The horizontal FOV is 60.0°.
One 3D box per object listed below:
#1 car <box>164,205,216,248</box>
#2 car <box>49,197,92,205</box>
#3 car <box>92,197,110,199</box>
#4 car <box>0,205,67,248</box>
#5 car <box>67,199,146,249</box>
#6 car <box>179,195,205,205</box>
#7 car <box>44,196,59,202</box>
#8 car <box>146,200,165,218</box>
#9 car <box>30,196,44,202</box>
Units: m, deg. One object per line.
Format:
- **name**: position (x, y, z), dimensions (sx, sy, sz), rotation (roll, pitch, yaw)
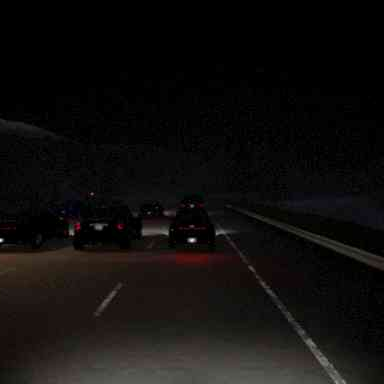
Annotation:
- **car**: position (0.000, 1.517, 14.650), dimensions (1.837, 1.490, 4.892), rotation (0, 0, 0)
- **car**: position (-10.500, 1.485, 29.650), dimensions (1.882, 1.535, 5.008), rotation (0, 0, 0)
- **car**: position (-7.000, 1.367, 29.620), dimensions (2.097, 1.767, 4.553), rotation (0, 0, 0)
- **car**: position (-7.000, 1.517, 14.650), dimensions (1.837, 1.490, 4.892), rotation (0, 0, 0)
- **car**: position (-3.500, 1.367, 14.620), dimensions (2.097, 1.767, 4.553), rotation (0, 0, 0)
- **car**: position (0.000, 1.259, 29.680), dimensions (2.150, 2.045, 5.566), rotation (0, 0, 0)
- **car**: position (-29.929, 1.537, 72.617), dimensions (2.033, 1.411, 5.357), rotation (0, 0, -10)
- **car**: position (-3.500, 1.496, 29.650), dimensions (2.128, 1.511, 4.902), rotation (0, 0, 0)
- **car**: position (-33.372, 1.559, 71.919), dimensions (1.895, 1.301, 4.718), rotation (0, 0, -8)
